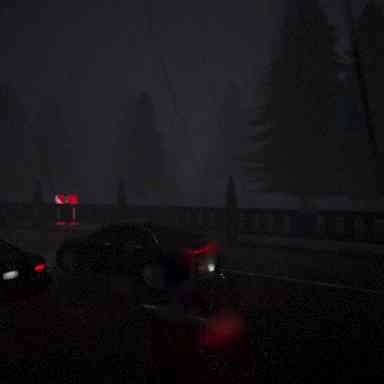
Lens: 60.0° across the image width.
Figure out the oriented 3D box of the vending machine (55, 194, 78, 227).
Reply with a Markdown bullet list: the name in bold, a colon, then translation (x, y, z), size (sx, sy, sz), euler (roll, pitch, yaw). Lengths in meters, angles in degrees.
- **vending machine**: translation (-8.146, 1.162, 21.565), size (0.880, 2.100, 1.100), euler (0, 0, 26)

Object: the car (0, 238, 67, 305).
- **car**: translation (-5.418, 1.541, 7.222), size (5.357, 1.411, 2.033), euler (0, 0, 30)

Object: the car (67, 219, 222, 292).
- **car**: translation (-1.588, 1.487, 8.922), size (4.892, 1.490, 1.837), euler (0, 0, 32)
